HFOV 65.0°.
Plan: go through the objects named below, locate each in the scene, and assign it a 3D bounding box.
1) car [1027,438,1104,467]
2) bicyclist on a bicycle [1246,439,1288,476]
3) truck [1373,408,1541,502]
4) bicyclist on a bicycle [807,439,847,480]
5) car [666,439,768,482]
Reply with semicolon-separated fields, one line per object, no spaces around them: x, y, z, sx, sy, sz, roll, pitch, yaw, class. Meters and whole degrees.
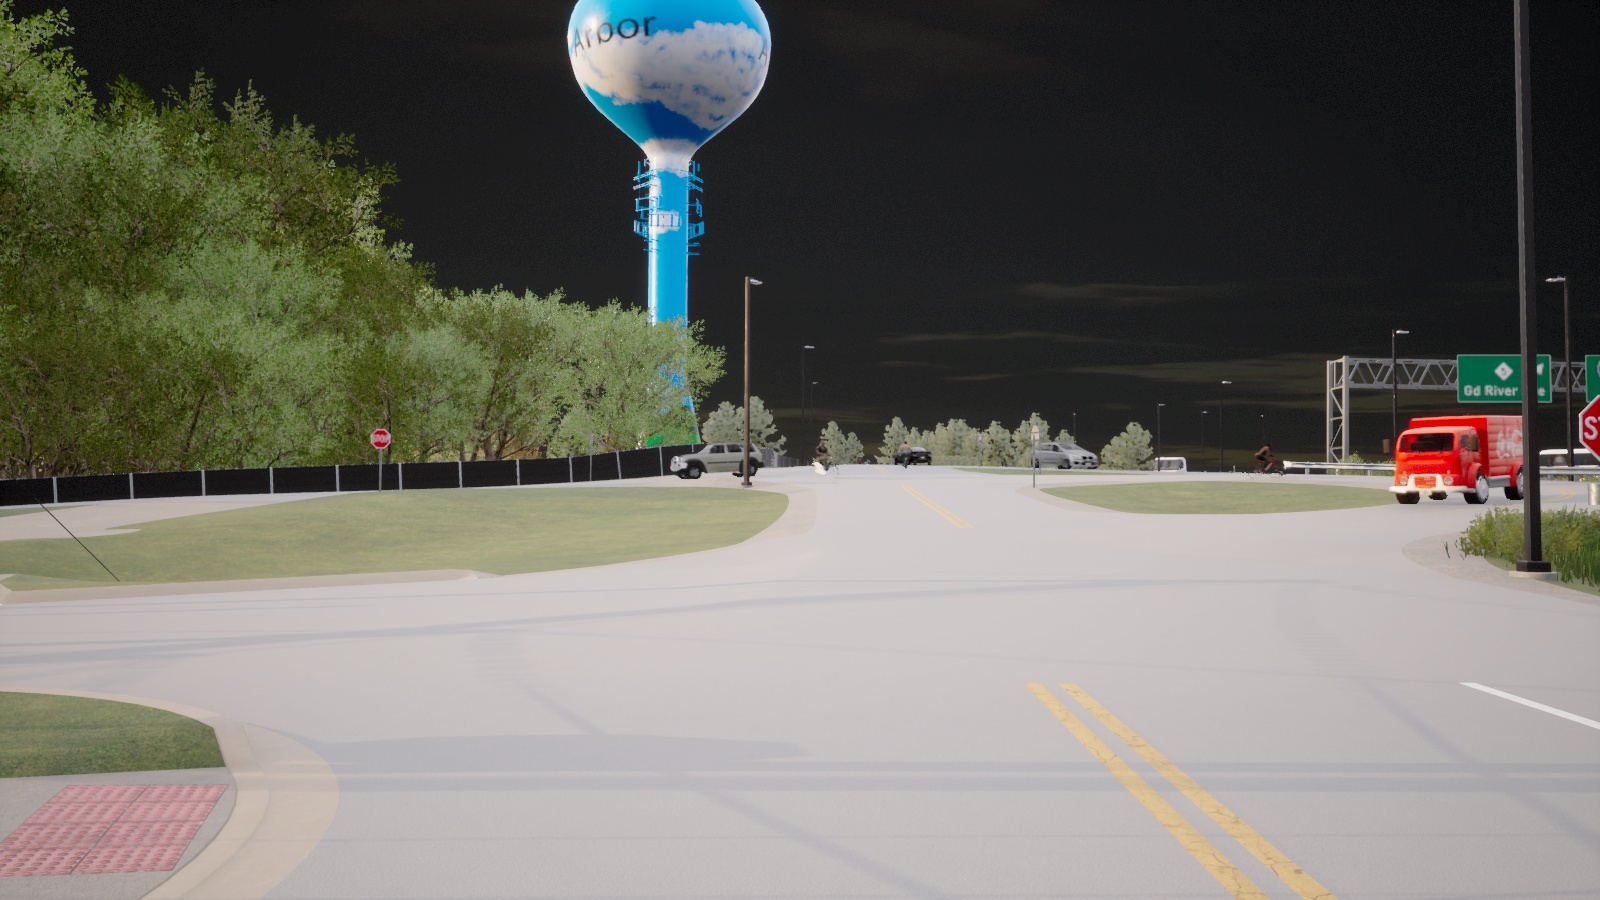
16.223;0.160;76.933;2.242;1.667;4.611;1;0;-27;car
21.208;0.337;57.032;1.656;1.620;0.582;-1;1;1;bicyclist on a bicycle
18.943;0.119;36.091;5.204;2.467;2.627;-2;-1;-43;truck
1.227;0.434;56.945;0.659;1.776;1.843;-4;4;-43;bicyclist on a bicycle
-4.151;0.534;62.527;4.605;1.855;1.932;-3;-1;-21;car
